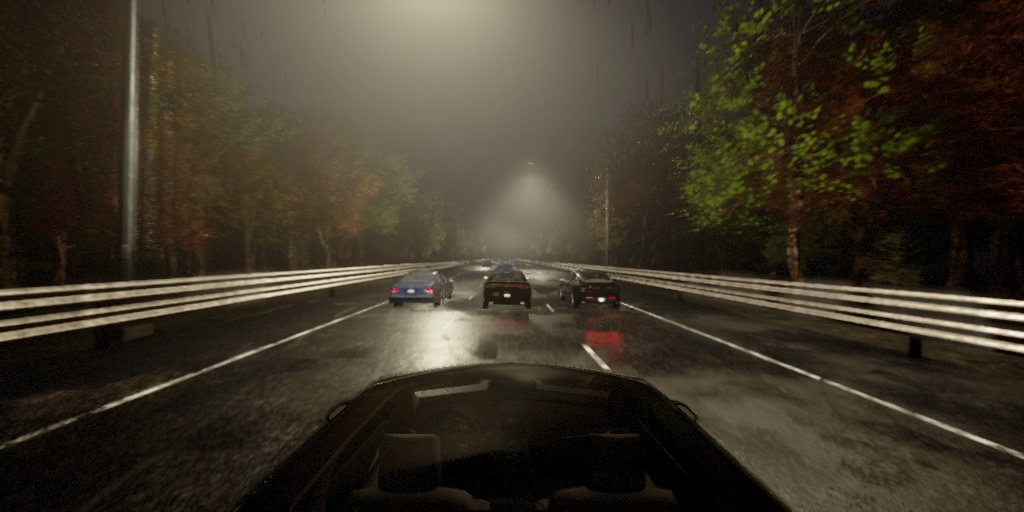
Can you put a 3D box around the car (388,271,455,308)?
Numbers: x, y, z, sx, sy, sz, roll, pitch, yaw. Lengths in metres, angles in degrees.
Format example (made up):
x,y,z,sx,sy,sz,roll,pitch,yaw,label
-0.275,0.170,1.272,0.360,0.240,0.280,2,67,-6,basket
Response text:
x,y,z,sx,sy,sz,roll,pitch,yaw,label
-3.730,1.340,15.558,2.033,1.411,5.357,1,0,-1,car

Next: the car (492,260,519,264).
x,y,z,sx,sy,sz,roll,pitch,yaw,label
-0.609,1.406,32.721,1.882,1.535,5.008,1,0,-1,car

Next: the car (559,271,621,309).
x,y,z,sx,sy,sz,roll,pitch,yaw,label
3.268,1.378,15.714,1.837,1.490,4.892,1,0,-1,car

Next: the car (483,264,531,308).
x,y,z,sx,sy,sz,roll,pitch,yaw,label
-0.229,1.310,15.658,1.882,1.535,5.008,1,0,-1,car
